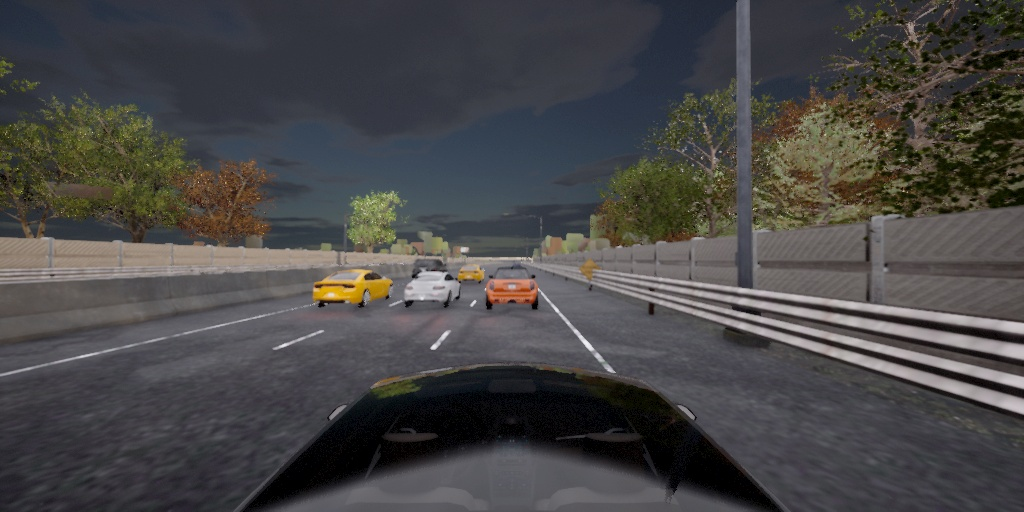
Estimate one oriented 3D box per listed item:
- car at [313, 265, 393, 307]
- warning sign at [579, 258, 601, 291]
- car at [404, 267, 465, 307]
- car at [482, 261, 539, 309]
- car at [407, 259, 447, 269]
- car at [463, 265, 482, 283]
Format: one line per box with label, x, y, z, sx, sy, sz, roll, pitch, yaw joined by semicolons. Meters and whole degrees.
car;-6.991;1.368;16.340;1.882;1.535;5.008;0;0;0
warning sign;4.555;1.052;20.972;1.300;1.860;1.060;0;0;0
car;-3.493;1.415;16.236;1.812;1.442;4.674;0;0;0
car;0.005;1.237;15.936;2.097;1.767;4.553;0;-1;0
car;-6.993;1.256;30.882;2.150;2.045;5.566;0;0;0
car;-3.488;1.522;31.327;1.882;1.535;5.008;0;0;0
